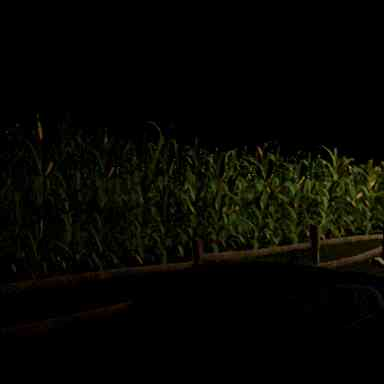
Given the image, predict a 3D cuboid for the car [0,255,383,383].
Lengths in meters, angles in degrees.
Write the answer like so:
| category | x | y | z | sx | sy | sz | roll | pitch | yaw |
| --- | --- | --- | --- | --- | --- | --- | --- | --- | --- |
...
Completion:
| category | x | y | z | sx | sy | sz | roll | pitch | yaw |
| --- | --- | --- | --- | --- | --- | --- | --- | --- | --- |
| car | 0.495 | 1.487 | 3.294 | 5.008 | 1.535 | 1.882 | 0 | 0 | -35 |
